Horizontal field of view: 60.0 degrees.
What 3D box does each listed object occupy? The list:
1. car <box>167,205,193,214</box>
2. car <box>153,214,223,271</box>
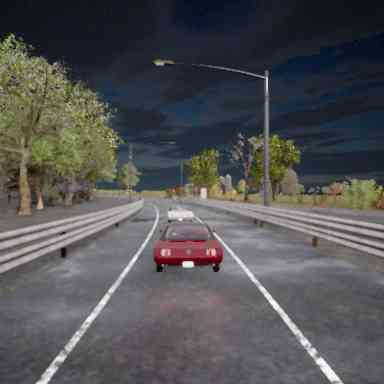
[{"bbox_3d":[-0.990,1.697,26.255,1.895,1.301,4.718,0,0,-4],"label":"car"},{"bbox_3d":[-0.156,1.645,11.065,1.895,1.301,4.718,0,0,-2],"label":"car"}]
